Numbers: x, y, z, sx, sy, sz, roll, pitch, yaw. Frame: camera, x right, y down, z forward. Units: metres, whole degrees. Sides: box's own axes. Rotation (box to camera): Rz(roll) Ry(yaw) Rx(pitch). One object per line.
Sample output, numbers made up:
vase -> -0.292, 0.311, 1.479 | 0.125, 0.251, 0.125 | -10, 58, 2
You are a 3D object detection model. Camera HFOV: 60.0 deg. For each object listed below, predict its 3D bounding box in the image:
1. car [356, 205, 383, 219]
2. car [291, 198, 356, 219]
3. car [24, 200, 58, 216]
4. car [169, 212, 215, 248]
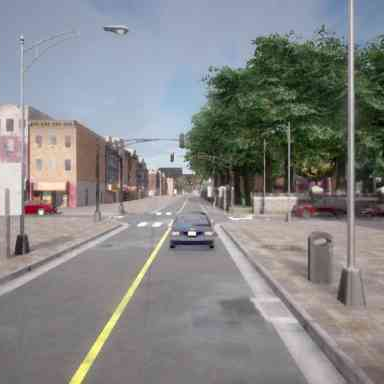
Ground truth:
car -> 17.168, 1.799, 30.345 | 4.206, 1.307, 1.802 | 1, -1, 0
car -> 11.723, 1.469, 30.367 | 5.009, 1.841, 2.192 | 1, -1, 0
car -> -14.709, 1.414, 30.456 | 4.507, 1.381, 1.887 | 1, 0, 0
car -> 0.000, 1.566, 14.650 | 2.033, 1.411, 5.357 | 0, 0, 0
